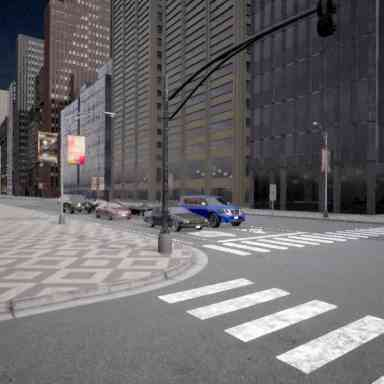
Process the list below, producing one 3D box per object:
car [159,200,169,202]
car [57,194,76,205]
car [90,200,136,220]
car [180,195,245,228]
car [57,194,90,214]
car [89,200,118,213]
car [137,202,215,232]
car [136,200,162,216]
[{"bbox_3d":[-3.608,1.630,35.689,1.837,1.490,4.892,1,0,-36],"label":"car"},{"bbox_3d":[-24.725,1.490,65.215,2.150,2.045,5.566,1,-1,-36],"label":"car"},{"bbox_3d":[-6.879,1.585,28.747,1.812,1.442,4.674,1,-1,-36],"label":"car"},{"bbox_3d":[1.145,1.269,23.103,2.150,2.045,5.566,1,-1,-36],"label":"car"},{"bbox_3d":[-13.103,1.323,37.471,2.150,2.045,5.566,1,-1,-36],"label":"car"},{"bbox_3d":[-10.591,1.652,39.541,1.812,1.442,4.674,1,-1,-35],"label":"car"},{"bbox_3d":[-1.182,1.568,20.780,2.033,1.411,5.357,1,-1,-35],"label":"car"},{"bbox_3d":[-4.631,1.687,31.189,1.895,1.301,4.718,1,-1,-36],"label":"car"}]
